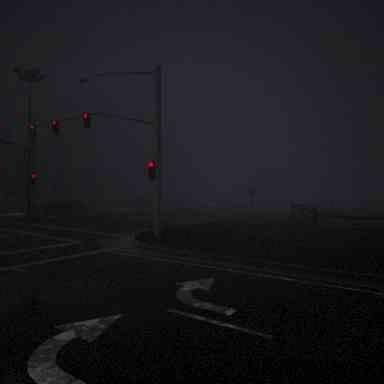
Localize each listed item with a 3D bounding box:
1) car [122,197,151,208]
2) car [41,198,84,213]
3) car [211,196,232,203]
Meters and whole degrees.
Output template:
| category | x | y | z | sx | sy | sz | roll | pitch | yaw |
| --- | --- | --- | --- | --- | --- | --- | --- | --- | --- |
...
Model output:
| category | x | y | z | sx | sy | sz | roll | pitch | yaw |
| --- | --- | --- | --- | --- | --- | --- | --- | --- | --- |
| car | -7.890 | 1.504 | 47.519 | 1.837 | 1.490 | 4.892 | 0 | 0 | 35 |
| car | -14.636 | 1.491 | 37.926 | 2.128 | 1.511 | 4.902 | 0 | 0 | 36 |
| car | 6.021 | 1.548 | 67.174 | 2.033 | 1.411 | 5.357 | 0 | 0 | 36 |
